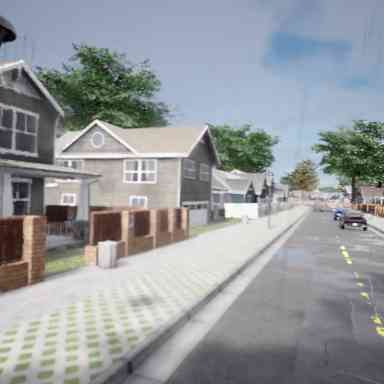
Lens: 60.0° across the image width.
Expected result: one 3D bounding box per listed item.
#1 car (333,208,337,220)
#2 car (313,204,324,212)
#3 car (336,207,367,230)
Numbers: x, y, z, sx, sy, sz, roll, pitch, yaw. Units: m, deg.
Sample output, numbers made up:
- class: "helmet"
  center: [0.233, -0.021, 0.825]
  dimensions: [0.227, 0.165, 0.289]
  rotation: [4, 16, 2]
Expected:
- class: "car"
  center: [17.591, 2.510, 38.794]
  dimensions: [1.882, 1.535, 5.008]
  rotation: [2, 0, 22]
- class: "car"
  center: [23.640, 3.037, 62.243]
  dimensions: [2.033, 1.411, 5.357]
  rotation: [2, -1, 21]
- class: "car"
  center: [13.293, 2.271, 27.596]
  dimensions: [1.837, 1.490, 4.892]
  rotation: [2, 0, 21]
